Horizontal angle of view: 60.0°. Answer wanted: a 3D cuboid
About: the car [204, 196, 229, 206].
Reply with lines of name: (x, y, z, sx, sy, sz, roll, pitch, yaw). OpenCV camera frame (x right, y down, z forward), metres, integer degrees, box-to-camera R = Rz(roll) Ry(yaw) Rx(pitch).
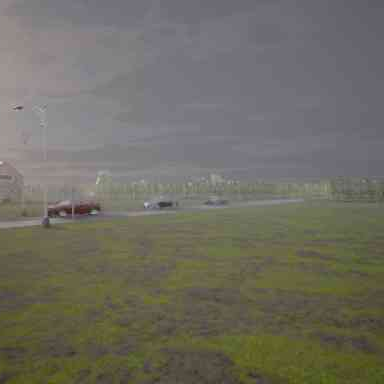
car: (3.516, 1.199, 47.410, 1.994, 1.385, 4.181, 0, 0, 37)

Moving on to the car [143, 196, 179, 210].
car: (-3.520, 1.232, 38.027, 2.128, 1.511, 4.902, 0, 0, 37)

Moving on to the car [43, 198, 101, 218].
car: (-10.323, 1.319, 28.918, 1.882, 1.535, 5.008, 0, 0, 37)
